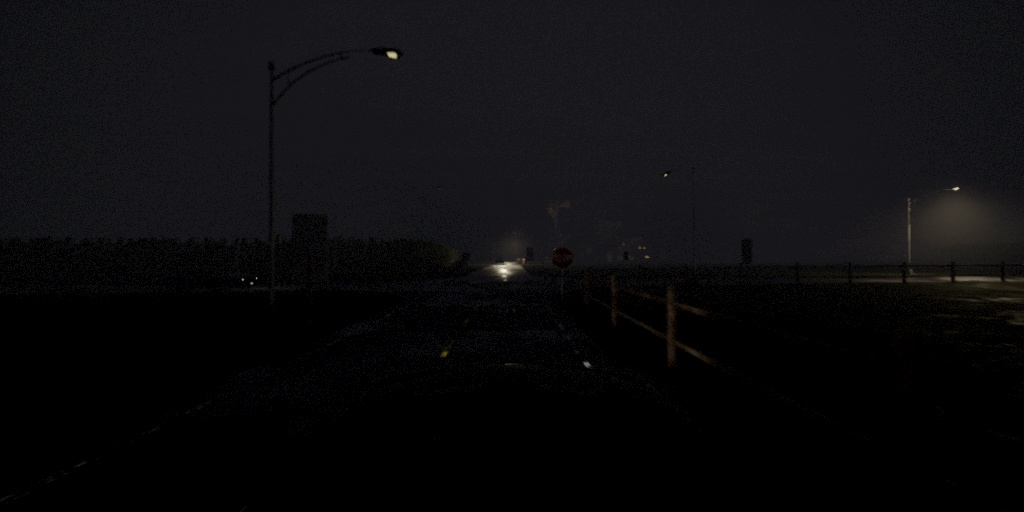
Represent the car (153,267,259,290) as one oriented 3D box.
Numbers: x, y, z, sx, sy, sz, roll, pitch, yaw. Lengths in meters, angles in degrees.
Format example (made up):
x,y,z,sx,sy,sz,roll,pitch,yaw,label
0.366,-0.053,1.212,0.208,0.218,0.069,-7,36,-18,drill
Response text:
x,y,z,sx,sy,sz,roll,pitch,yaw,label
-19.396,1.393,22.872,5.357,1.411,2.033,0,0,-5,car
